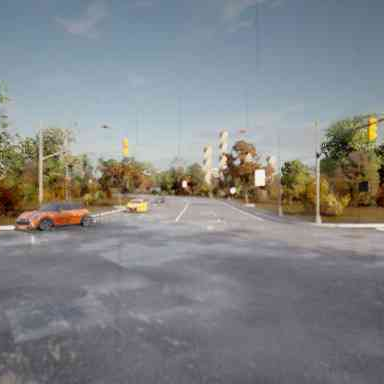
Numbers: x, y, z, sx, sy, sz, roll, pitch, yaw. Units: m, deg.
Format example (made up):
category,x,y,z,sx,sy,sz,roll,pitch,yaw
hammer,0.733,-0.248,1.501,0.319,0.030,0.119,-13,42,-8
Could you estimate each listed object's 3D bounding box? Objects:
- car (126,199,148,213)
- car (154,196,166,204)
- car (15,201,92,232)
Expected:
category,x,y,z,sx,sy,sz,roll,pitch,yaw
car,-6.371,1.611,38.623,1.882,1.535,5.008,0,0,1
car,-6.018,1.518,62.918,1.812,1.442,4.674,0,1,1
car,-8.600,1.441,20.951,2.097,1.767,4.553,-1,0,30
